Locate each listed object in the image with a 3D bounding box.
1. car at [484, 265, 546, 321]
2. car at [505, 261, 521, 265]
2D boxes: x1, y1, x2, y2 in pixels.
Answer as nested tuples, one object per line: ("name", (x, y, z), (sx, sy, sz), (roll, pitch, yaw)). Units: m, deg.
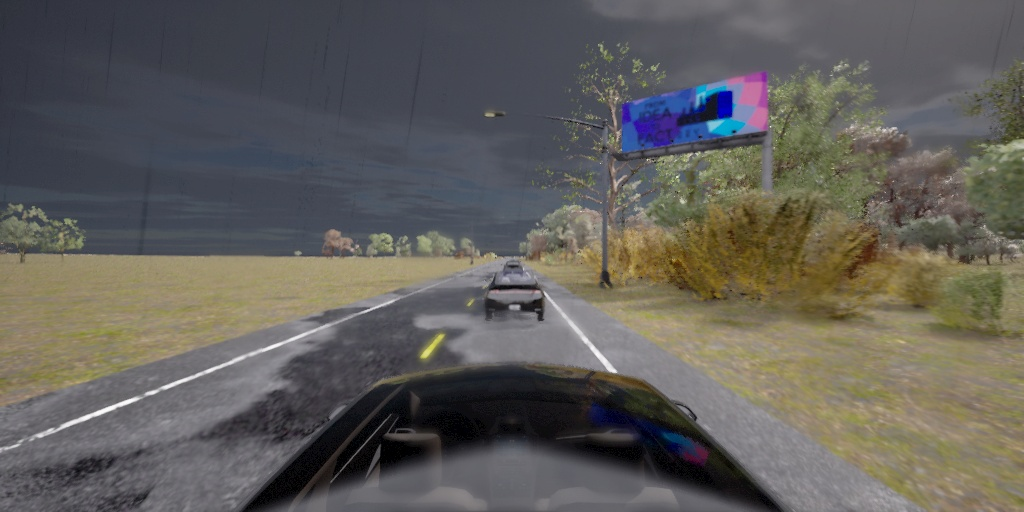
("car", (0.090, 1.234, 12.500), (2.128, 1.511, 4.902), (0, 0, 0))
("car", (0.097, 1.231, 35.320), (1.837, 1.490, 4.892), (0, 0, 0))
